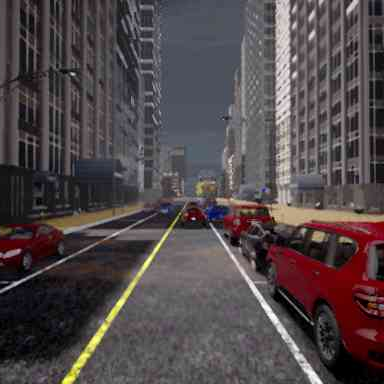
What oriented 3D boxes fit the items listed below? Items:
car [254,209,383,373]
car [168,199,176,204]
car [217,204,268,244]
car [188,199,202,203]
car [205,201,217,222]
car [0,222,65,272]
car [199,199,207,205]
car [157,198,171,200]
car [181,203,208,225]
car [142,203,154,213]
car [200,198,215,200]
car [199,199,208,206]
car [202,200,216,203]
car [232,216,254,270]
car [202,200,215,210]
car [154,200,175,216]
[{"bbox_3d":[2.696,1.384,5.725,2.192,1.841,5.009,0,-1,0],"label":"car"},{"bbox_3d":[-5.676,2.646,94.344,1.887,1.381,4.507,0,-1,0],"label":"car"},{"bbox_3d":[2.697,1.513,16.802,2.192,1.841,5.009,0,-1,0],"label":"car"},{"bbox_3d":[0.106,2.046,46.257,1.837,1.490,4.892,0,-1,0],"label":"car"},{"bbox_3d":[2.364,1.828,29.820,1.882,1.535,5.008,0,-1,0],"label":"car"},{"bbox_3d":[-5.685,1.716,11.260,1.802,1.307,4.206,0,-1,0],"label":"car"},{"bbox_3d":[2.703,2.500,83.436,1.752,1.417,4.829,0,-1,0],"label":"car"},{"bbox_3d":[-5.678,2.031,61.114,2.192,1.841,5.009,0,-1,0],"label":"car"},{"bbox_3d":[0.103,1.841,26.751,1.812,1.442,4.674,0,-1,0],"label":"car"},{"bbox_3d":[-5.681,2.105,44.494,1.802,1.307,4.206,0,-1,0],"label":"car"},{"bbox_3d":[2.701,1.902,50.035,2.192,1.841,5.009,0,-1,0],"label":"car"},{"bbox_3d":[2.703,2.348,77.729,1.967,1.590,4.097,0,-1,0],"label":"car"},{"bbox_3d":[2.699,2.088,44.494,1.947,1.339,4.313,0,-1,0],"label":"car"},{"bbox_3d":[2.696,1.700,11.261,1.947,1.339,4.313,0,-1,0],"label":"car"},{"bbox_3d":[2.701,2.091,55.573,1.967,1.590,4.097,0,-1,0],"label":"car"},{"bbox_3d":[-3.084,1.991,39.616,1.812,1.442,4.674,0,-1,0],"label":"car"}]
